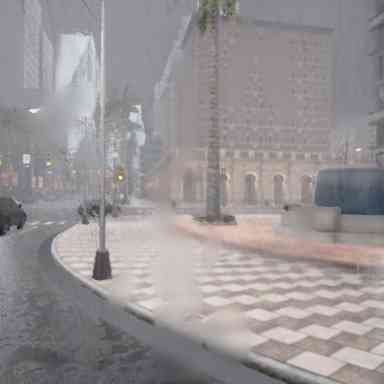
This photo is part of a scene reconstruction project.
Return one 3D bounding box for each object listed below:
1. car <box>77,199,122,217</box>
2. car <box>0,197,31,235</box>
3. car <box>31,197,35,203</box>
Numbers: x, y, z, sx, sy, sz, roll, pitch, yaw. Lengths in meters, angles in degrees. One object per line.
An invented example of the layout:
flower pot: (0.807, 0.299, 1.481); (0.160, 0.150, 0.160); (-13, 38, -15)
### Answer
car: (-9.468, 1.540, 34.504); (2.097, 1.767, 4.553); (0, 0, 36)
car: (-11.349, 1.293, 19.180); (2.150, 2.045, 5.566); (0, 0, -13)
car: (-36.025, 1.819, 73.249); (2.161, 1.482, 4.786); (0, 0, -12)
